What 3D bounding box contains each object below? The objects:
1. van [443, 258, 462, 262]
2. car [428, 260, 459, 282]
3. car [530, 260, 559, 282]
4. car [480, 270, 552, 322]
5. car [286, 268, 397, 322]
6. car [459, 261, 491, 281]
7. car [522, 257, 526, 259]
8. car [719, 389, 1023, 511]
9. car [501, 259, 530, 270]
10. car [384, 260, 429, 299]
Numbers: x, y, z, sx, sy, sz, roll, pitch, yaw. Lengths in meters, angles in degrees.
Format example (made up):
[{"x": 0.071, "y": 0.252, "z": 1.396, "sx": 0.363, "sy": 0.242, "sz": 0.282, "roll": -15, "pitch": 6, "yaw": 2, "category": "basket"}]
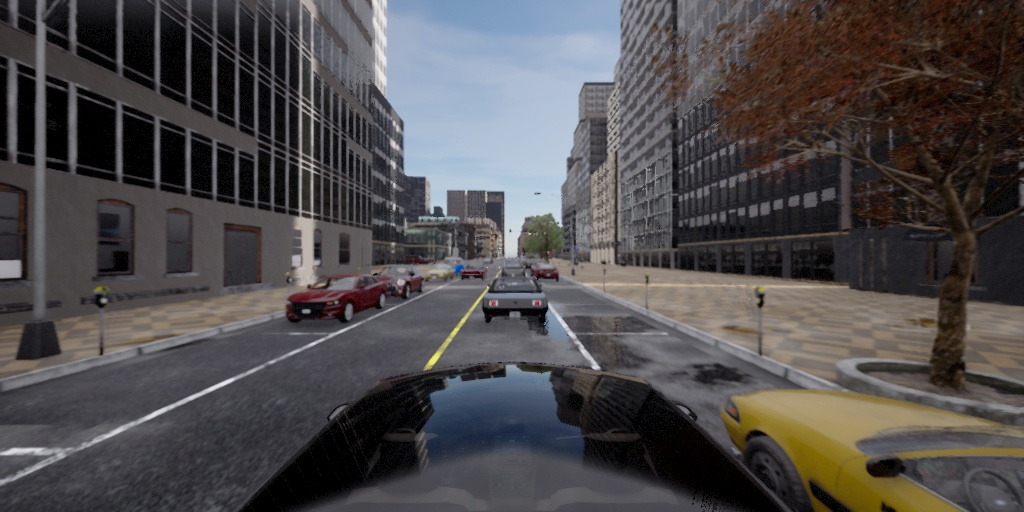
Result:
[{"x": -5.677, "y": 1.049, "z": 34.312, "sx": 1.690, "sy": 1.789, "sz": 3.998, "roll": 0, "pitch": 0, "yaw": 0, "category": "van"}, {"x": -5.680, "y": 1.240, "z": 28.602, "sx": 1.751, "sy": 1.417, "sz": 4.829, "roll": 0, "pitch": 0, "yaw": 0, "category": "car"}, {"x": 2.701, "y": 1.260, "z": 28.769, "sx": 1.888, "sy": 1.381, "sz": 4.507, "roll": 0, "pitch": 0, "yaw": 0, "category": "car"}, {"x": 0.097, "y": 1.337, "z": 12.186, "sx": 1.895, "sy": 1.301, "sz": 4.718, "roll": 0, "pitch": 0, "yaw": 0, "category": "car"}, {"x": -5.686, "y": 1.282, "z": 12.155, "sx": 1.888, "sy": 1.381, "sz": 4.507, "roll": 0, "pitch": 0, "yaw": 0, "category": "car"}, {"x": -3.090, "y": 1.315, "z": 29.671, "sx": 1.895, "sy": 1.301, "sz": 4.718, "roll": 0, "pitch": 0, "yaw": 0, "category": "car"}, {"x": 2.710, "y": 1.252, "z": 50.926, "sx": 1.948, "sy": 1.339, "sz": 4.313, "roll": 0, "pitch": 0, "yaw": 0, "category": "car"}, {"x": 2.690, "y": 1.276, "z": 1.243, "sx": 1.751, "sy": 1.417, "sz": 4.829, "roll": 0, "pitch": 0, "yaw": 0, "category": "car"}, {"x": 0.104, "y": 1.206, "z": 29.001, "sx": 2.128, "sy": 1.511, "sz": 4.902, "roll": 0, "pitch": 0, "yaw": 0, "category": "car"}, {"x": -5.684, "y": 1.169, "z": 17.694, "sx": 1.967, "sy": 1.591, "sz": 4.097, "roll": 0, "pitch": 0, "yaw": 0, "category": "car"}]
